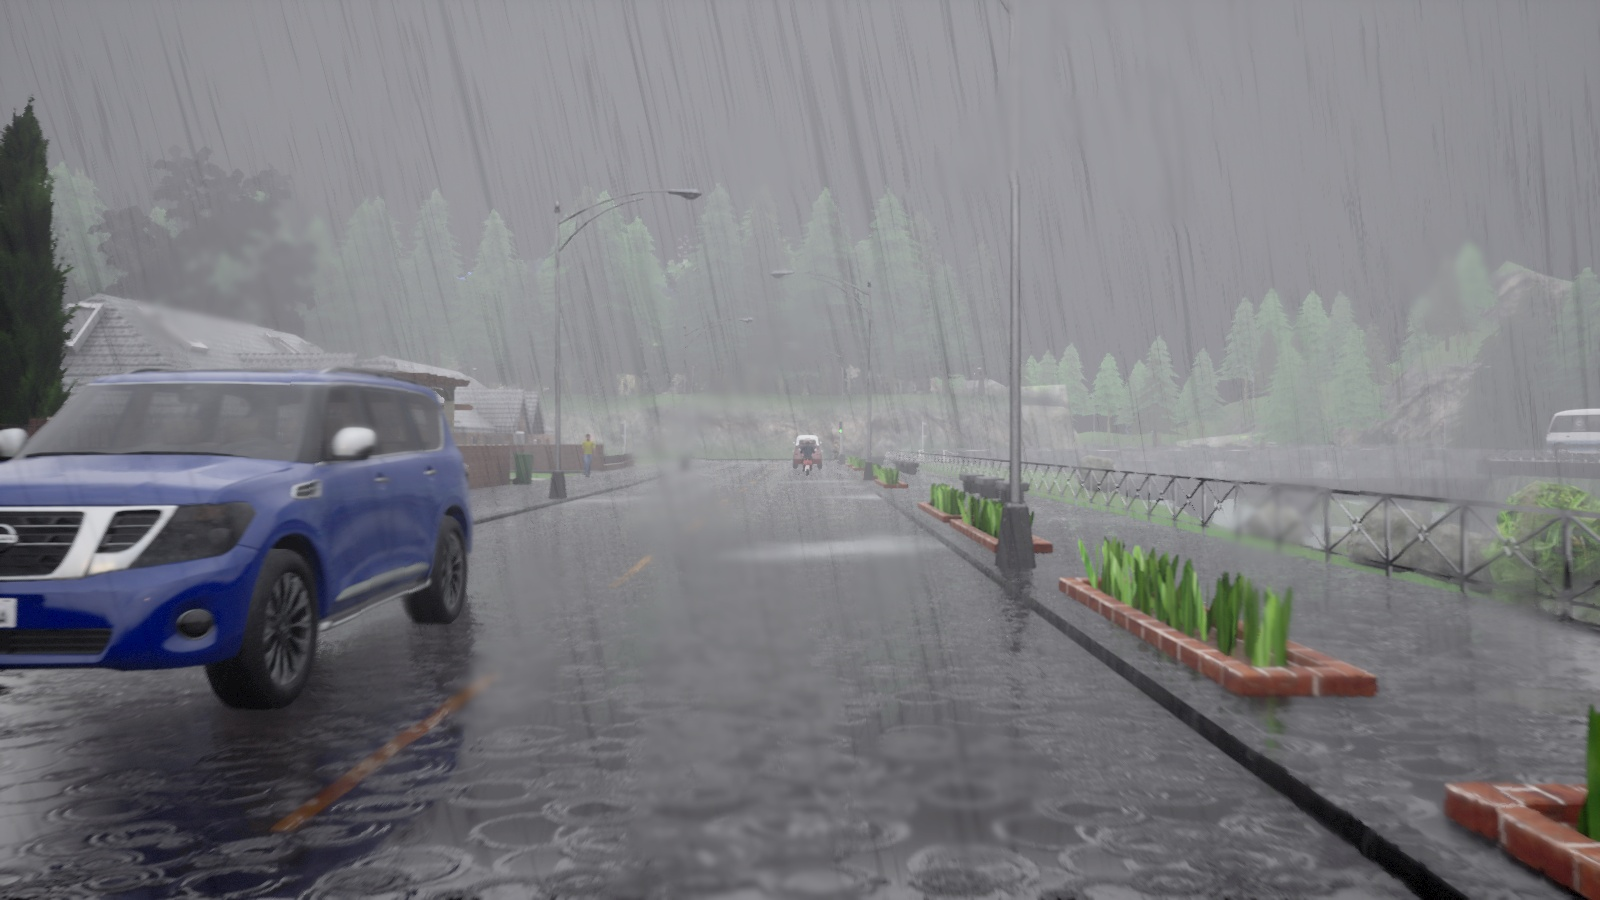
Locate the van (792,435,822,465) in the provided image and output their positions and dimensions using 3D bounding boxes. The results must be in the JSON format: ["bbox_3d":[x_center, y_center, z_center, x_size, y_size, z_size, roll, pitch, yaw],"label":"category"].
[{"bbox_3d":[0.527,-0.030,88.814,2.069,2.038,4.480,0,0,0],"label":"van"}]

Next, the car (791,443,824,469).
[{"bbox_3d":[0.437,0.348,73.291,1.845,1.501,3.633,0,0,0],"label":"car"}]

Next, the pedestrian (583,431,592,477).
[{"bbox_3d":[-8.643,0.161,51.100,0.354,1.836,0.706,0,0,-7],"label":"pedestrian"}]

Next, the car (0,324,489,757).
[{"bbox_3d":[-3.935,0.413,8.715,2.150,2.045,5.566,0,0,0],"label":"car"}]
